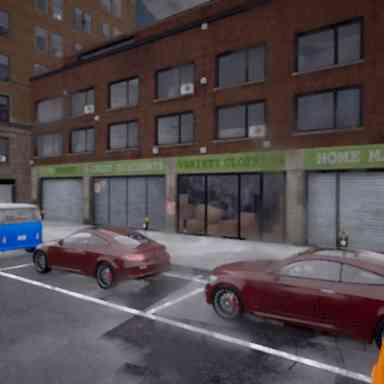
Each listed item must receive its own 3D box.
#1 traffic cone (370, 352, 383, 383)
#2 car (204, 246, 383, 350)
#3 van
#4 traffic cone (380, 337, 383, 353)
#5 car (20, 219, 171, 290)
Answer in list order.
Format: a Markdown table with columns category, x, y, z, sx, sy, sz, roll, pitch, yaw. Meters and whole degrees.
| category | x | y | z | sx | sy | sz | roll | pitch | yaw |
| --- | --- | --- | --- | --- | --- | --- | --- | --- | --- |
| traffic cone | 1.830 | 1.957 | 3.246 | 0.340 | 0.580 | 0.340 | 0 | 0 | 35 |
| car | 2.195 | 1.579 | 5.583 | 4.206 | 1.307 | 1.802 | 0 | 0 | 35 |
| van | -7.128 | 1.270 | 12.002 | 3.998 | 1.788 | 1.690 | 0 | 0 | 35 |
| traffic cone | 2.398 | 1.957 | 4.070 | 0.340 | 0.580 | 0.340 | 0 | 0 | 35 |
| car | -2.468 | 1.545 | 8.793 | 4.206 | 1.307 | 1.802 | 0 | 0 | 35 |
